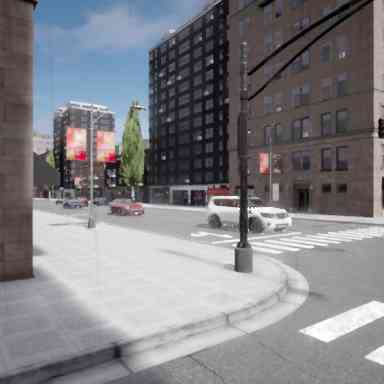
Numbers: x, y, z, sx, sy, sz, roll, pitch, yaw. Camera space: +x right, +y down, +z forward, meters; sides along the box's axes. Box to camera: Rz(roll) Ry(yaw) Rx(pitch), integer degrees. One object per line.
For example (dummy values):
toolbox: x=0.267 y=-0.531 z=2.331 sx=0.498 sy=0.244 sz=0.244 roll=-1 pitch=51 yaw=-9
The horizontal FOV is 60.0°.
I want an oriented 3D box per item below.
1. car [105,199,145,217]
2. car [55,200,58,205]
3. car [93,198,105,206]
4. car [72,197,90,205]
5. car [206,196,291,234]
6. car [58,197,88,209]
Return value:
car: x=-6.535 y=1.462 z=33.198 sx=2.097 sy=1.767 sz=4.553 roll=0 pitch=0 yaw=-36
car: x=-25.310 y=1.853 z=65.105 sx=1.895 sy=1.301 sz=4.718 roll=0 pitch=0 yaw=-36
car: x=-16.229 y=1.710 z=58.073 sx=2.128 sy=1.511 sz=4.902 roll=0 pitch=0 yaw=-36
car: x=-22.135 y=1.744 z=66.259 sx=2.128 sy=1.511 sz=4.902 roll=0 pitch=0 yaw=-36
car: x=3.155 y=1.269 z=19.892 sx=2.150 sy=2.045 sz=5.566 roll=0 pitch=0 yaw=-38
car: x=-17.300 y=1.727 z=48.244 sx=2.033 sy=1.411 sz=5.357 roll=0 pitch=0 yaw=-35
